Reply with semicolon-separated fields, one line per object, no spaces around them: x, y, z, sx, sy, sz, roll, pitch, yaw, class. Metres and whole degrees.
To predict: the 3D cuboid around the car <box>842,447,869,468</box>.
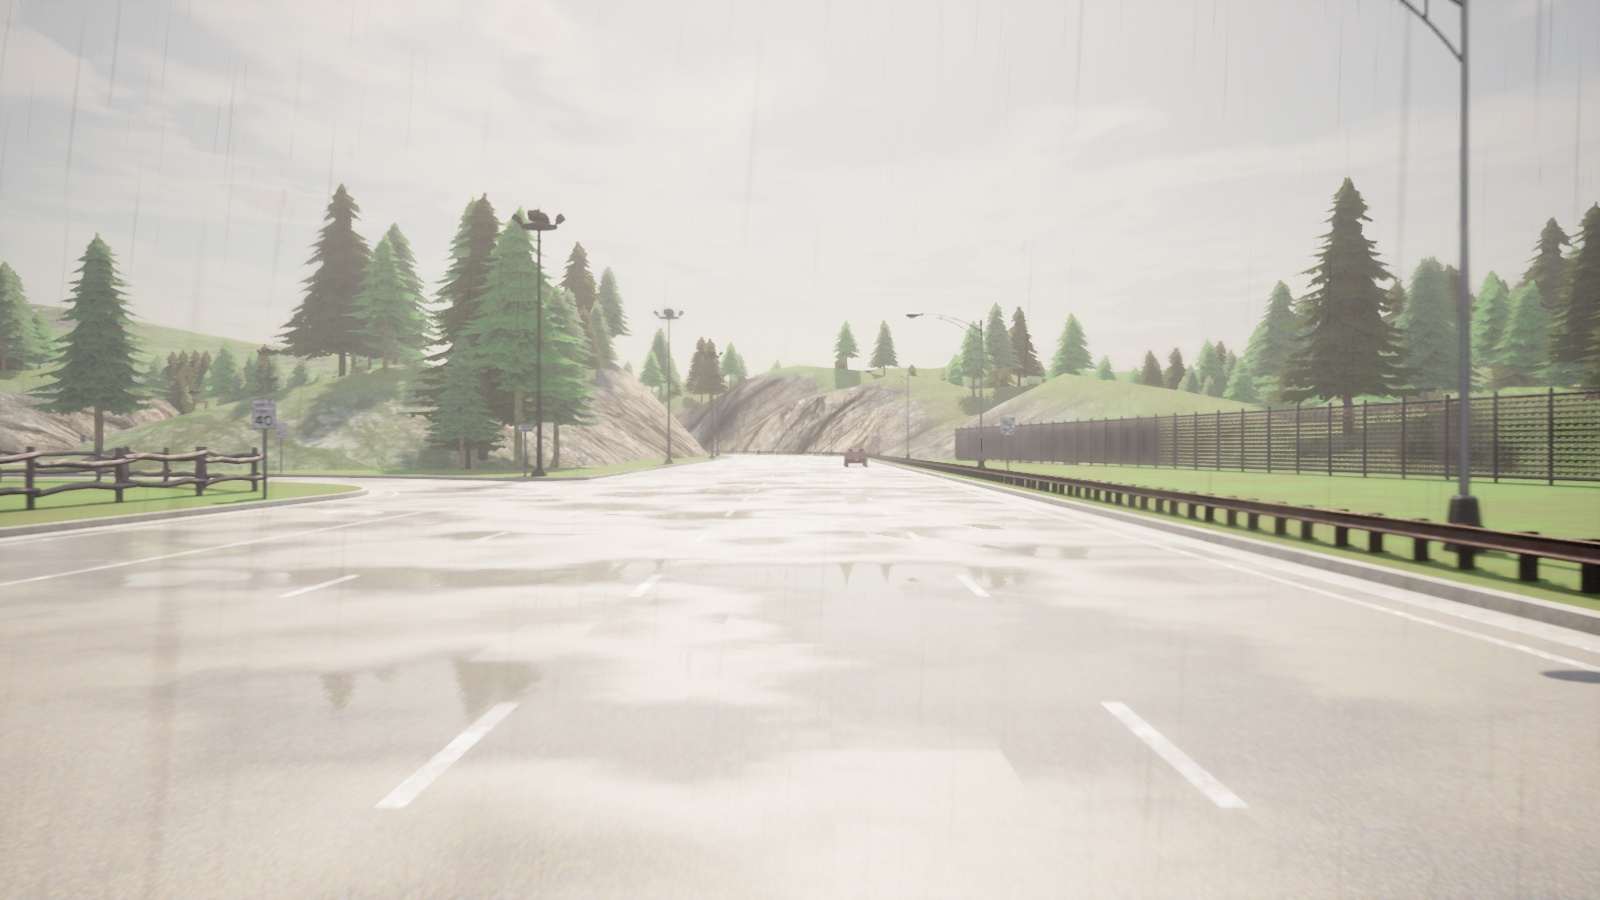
4.043;0.499;91.729;1.845;1.501;3.633;0;0;0;car
